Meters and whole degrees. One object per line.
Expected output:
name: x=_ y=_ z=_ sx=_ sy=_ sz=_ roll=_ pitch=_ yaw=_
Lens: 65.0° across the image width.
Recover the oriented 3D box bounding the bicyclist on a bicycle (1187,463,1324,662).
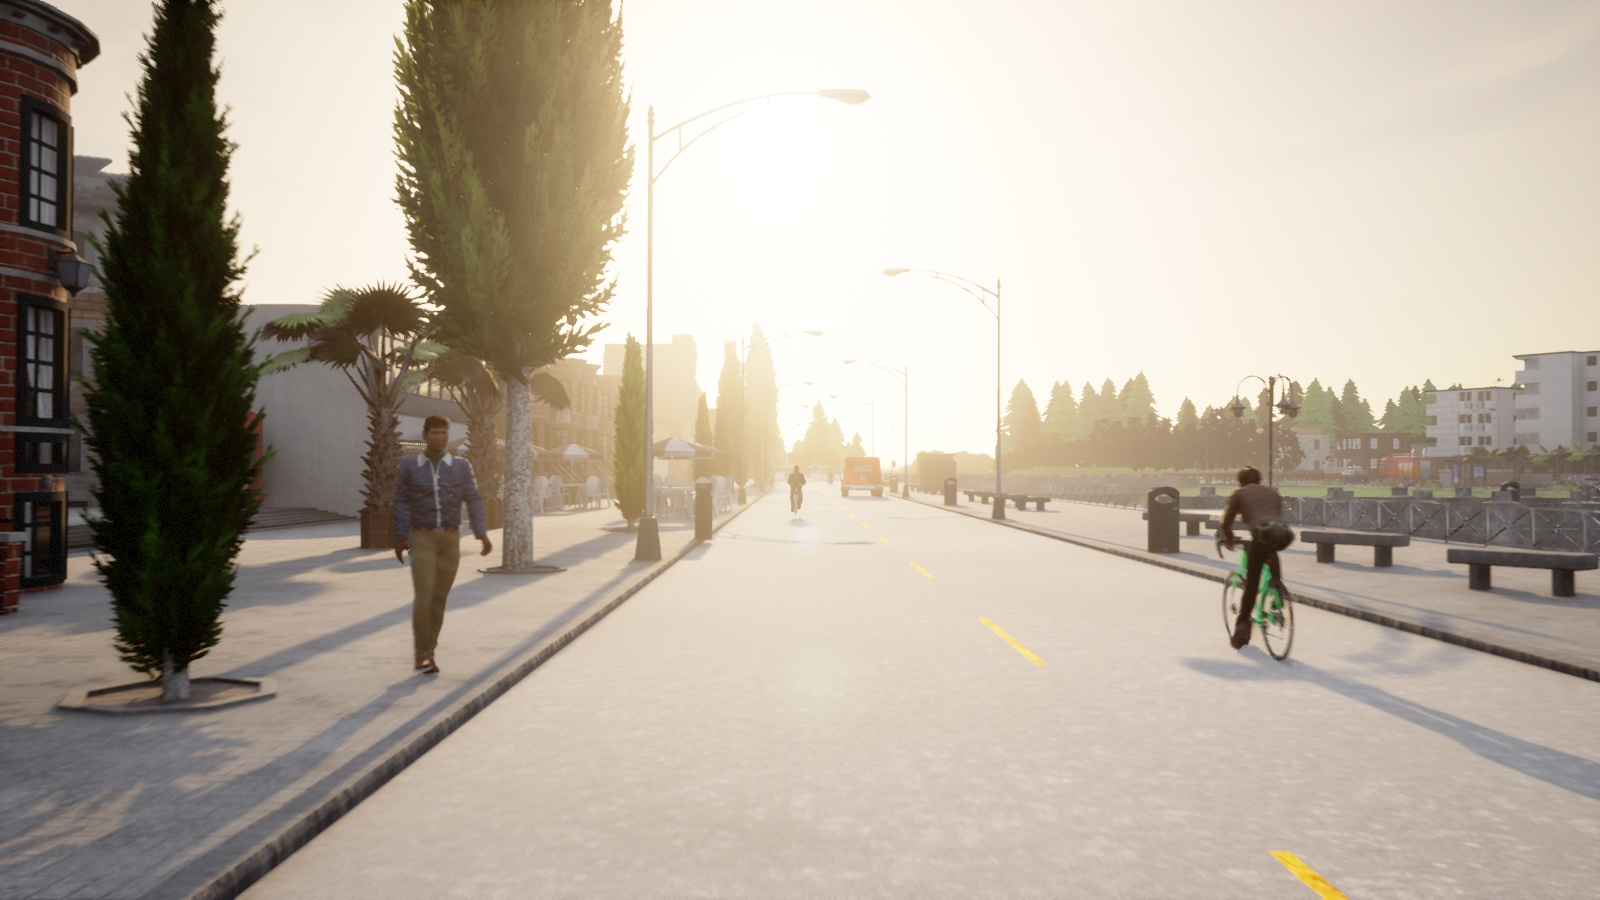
bicyclist on a bicycle: x=3.970 y=0.937 z=11.073 sx=0.582 sy=1.620 sz=1.656 roll=0 pitch=-1 yaw=0

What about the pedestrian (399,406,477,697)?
pedestrian: x=-2.565 y=0.683 z=8.870 sx=0.423 sy=1.949 sz=0.788 roll=0 pitch=-1 yaw=-24

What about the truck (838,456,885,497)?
truck: x=3.796 y=1.624 z=78.333 sx=2.627 sy=2.467 sz=5.204 roll=0 pitch=-1 yaw=0
